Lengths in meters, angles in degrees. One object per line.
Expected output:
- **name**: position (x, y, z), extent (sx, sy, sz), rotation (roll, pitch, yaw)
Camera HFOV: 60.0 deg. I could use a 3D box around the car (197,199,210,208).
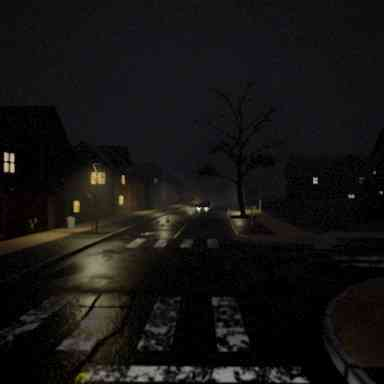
- **car**: position (2.132, 1.957, 57.527), extent (2.033, 1.411, 5.357), rotation (0, 0, 9)
